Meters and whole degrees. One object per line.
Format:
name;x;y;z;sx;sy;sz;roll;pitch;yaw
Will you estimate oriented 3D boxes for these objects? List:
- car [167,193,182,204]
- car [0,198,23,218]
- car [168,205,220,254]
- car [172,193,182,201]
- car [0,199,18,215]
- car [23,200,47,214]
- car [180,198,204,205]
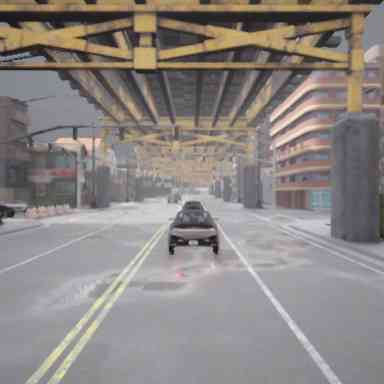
car;-3.530;1.434;60.752;2.128;1.511;4.902;0;0;1
car;-17.085;1.400;28.082;4.974;1.542;2.038;0;0;25
car;0.069;1.482;13.495;2.128;1.511;4.902;0;0;0
car;-3.491;1.125;76.875;2.097;1.767;4.553;0;0;0
car;-17.132;1.242;28.104;4.536;1.218;1.853;0;0;25
car;-16.758;1.398;32.241;4.974;1.542;2.038;0;0;-20
car;0.077;1.486;29.010;1.837;1.490;4.892;0;1;0
